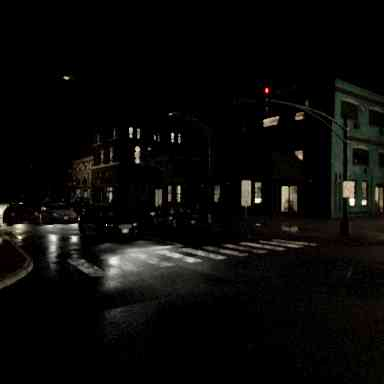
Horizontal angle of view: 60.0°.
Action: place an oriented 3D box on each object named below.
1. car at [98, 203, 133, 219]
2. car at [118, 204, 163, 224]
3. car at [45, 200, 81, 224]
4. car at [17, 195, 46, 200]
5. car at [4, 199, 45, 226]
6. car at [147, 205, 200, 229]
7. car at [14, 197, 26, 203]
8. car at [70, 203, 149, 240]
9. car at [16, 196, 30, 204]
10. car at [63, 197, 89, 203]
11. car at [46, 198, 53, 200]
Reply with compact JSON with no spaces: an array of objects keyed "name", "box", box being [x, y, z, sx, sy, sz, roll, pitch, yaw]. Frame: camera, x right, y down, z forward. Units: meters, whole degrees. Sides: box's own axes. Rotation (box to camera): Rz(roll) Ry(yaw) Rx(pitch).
[{"name":"car","box":[-7.431,1.779,31.962,1.802,1.307,4.206,1,-1,-35]},{"name":"car","box":[-4.307,1.738,27.459,1.947,1.339,4.313,1,-1,-35]},{"name":"car","box":[-10.433,1.621,25.916,1.812,1.442,4.674,1,-1,-35]},{"name":"car","box":[-18.577,1.379,37.685,2.150,2.045,5.566,1,0,-35]},{"name":"car","box":[-12.008,1.491,23.407,1.967,1.590,4.097,1,-1,-35]},{"name":"car","box":[-1.183,1.697,22.954,2.008,1.369,4.403,1,-1,-35]},{"name":"car","box":[-42.982,2.047,82.990,2.008,1.369,4.403,1,-1,-35]},{"name":"car","box":[-4.464,1.539,17.308,2.128,1.511,4.902,1,-1,-35]},{"name":"car","box":[-39.817,1.783,78.432,2.192,1.841,5.009,1,-1,-35]},{"name":"car","box":[-14.440,1.570,41.991,2.192,1.841,5.009,1,-1,-35]},{"name":"car","box":[-24.000,1.774,55.624,1.967,1.590,4.097,1,-1,-35]}]
